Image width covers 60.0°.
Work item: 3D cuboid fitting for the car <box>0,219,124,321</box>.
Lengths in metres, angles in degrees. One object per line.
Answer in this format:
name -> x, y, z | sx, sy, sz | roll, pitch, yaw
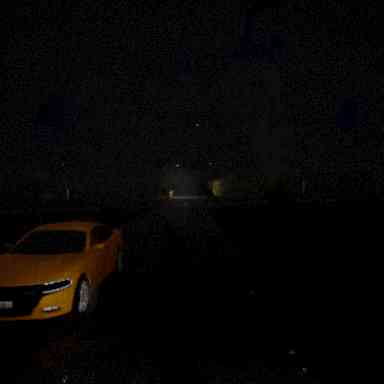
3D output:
car -> -2.872, 1.441, 7.582 | 1.882, 1.535, 5.008 | 0, 0, 0
